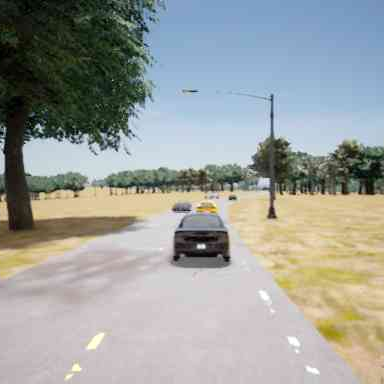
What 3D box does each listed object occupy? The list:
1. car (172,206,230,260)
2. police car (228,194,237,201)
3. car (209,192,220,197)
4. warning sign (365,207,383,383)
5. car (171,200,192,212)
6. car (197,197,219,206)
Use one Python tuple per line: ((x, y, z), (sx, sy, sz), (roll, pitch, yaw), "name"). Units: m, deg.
((0.369, 1.517, 12.596), (1.882, 1.535, 5.008), (0, 0, 2), "car")
((10.103, 1.332, 82.322), (1.930, 1.638, 5.238), (0, 0, 12), "police car")
((5.393, 0.894, 79.663), (2.150, 2.045, 5.566), (0, 0, 12), "car")
((2.690, 1.131, 3.340), (1.300, 1.860, 1.060), (1, 1, 1), "warning sign")
((-1.098, 1.642, 37.992), (1.994, 1.385, 4.181), (0, 0, 6), "car")
((1.428, 1.554, 30.657), (1.882, 1.535, 5.008), (0, 0, 5), "car")
